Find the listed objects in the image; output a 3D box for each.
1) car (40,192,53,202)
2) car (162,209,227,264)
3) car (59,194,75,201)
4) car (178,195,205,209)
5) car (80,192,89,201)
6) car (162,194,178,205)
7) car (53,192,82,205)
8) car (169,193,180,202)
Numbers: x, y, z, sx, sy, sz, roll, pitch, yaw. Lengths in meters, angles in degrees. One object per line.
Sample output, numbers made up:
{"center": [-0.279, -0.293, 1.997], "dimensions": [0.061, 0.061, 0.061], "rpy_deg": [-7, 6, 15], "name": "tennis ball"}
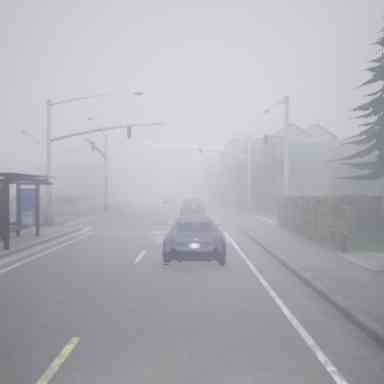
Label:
{"center": [-25.898, 0.932, 60.621], "dimensions": [1.932, 1.855, 4.605], "rpy_deg": [0, 0, 0], "name": "car"}
{"center": [0.073, 1.496, 11.516], "dimensions": [1.994, 1.385, 4.181], "rpy_deg": [0, 0, 0], "name": "car"}
{"center": [-25.961, 1.145, 69.102], "dimensions": [1.970, 1.475, 3.806], "rpy_deg": [0, 0, 0], "name": "car"}
{"center": [0.080, 1.250, 29.404], "dimensions": [2.097, 1.767, 4.553], "rpy_deg": [0, 1, 0], "name": "car"}
{"center": [-22.634, 0.865, 68.498], "dimensions": [1.905, 1.878, 3.866], "rpy_deg": [0, 0, 0], "name": "car"}
{"center": [-3.575, 1.244, 51.507], "dimensions": [2.033, 1.411, 5.357], "rpy_deg": [0, 0, 0], "name": "car"}
{"center": [-18.929, 1.191, 50.631], "dimensions": [2.007, 1.523, 4.514], "rpy_deg": [0, 0, 0], "name": "car"}
{"center": [-3.513, 1.103, 66.981], "dimensions": [1.837, 1.490, 4.892], "rpy_deg": [0, 2, 0], "name": "car"}
